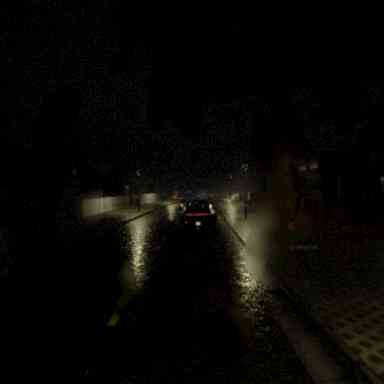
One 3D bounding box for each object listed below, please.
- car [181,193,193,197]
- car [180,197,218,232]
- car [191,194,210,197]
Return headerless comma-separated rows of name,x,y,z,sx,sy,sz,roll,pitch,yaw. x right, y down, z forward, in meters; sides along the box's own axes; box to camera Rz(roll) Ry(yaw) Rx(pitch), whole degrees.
car,-0.515,0.862,49.293,1.882,1.535,5.008,-1,1,5
car,0.363,1.250,18.109,2.128,1.511,4.902,-1,1,2
car,1.279,1.112,36.671,1.895,1.301,4.718,-1,1,4
